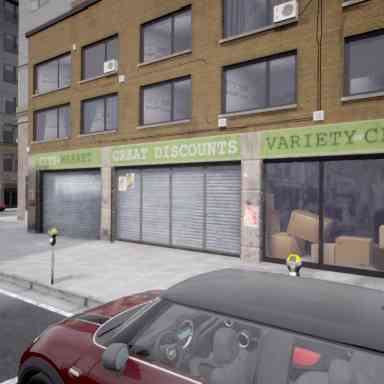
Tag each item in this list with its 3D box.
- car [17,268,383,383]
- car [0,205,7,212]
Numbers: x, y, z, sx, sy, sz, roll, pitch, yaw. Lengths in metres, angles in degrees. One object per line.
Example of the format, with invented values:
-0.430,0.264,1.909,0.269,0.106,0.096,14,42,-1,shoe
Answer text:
0.261,1.440,2.879,4.097,1.590,1.967,0,1,35,car
-19.405,1.458,29.761,1.895,1.301,4.718,1,1,34,car
